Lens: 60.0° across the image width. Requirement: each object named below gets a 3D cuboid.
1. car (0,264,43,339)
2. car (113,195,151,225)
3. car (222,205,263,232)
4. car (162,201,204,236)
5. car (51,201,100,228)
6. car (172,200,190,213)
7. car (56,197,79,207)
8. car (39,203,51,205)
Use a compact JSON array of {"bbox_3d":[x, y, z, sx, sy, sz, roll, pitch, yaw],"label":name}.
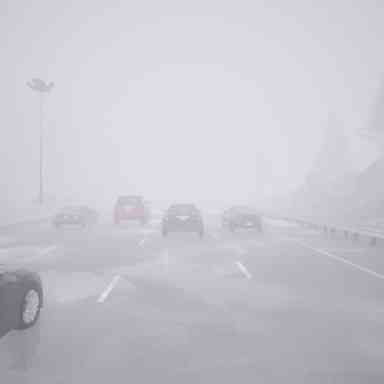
[{"bbox_3d":[-3.540,1.514,4.022,1.837,1.490,4.892,0,0,-1],"label":"car"},{"bbox_3d":[-4.247,1.235,24.185,2.150,2.045,5.566,0,0,-2],"label":"car"},{"bbox_3d":[2.929,1.522,19.848,1.812,1.442,4.674,0,0,-2],"label":"car"},{"bbox_3d":[-0.524,1.356,18.491,2.097,1.767,4.553,0,0,-2],"label":"car"},{"bbox_3d":[-7.680,1.569,22.454,2.033,1.411,5.357,0,0,-2],"label":"car"},{"bbox_3d":[-1.287,1.608,37.325,1.895,1.301,4.718,0,0,-2],"label":"car"},{"bbox_3d":[-19.562,1.558,52.549,1.837,1.490,4.892,0,0,-2],"label":"car"},{"bbox_3d":[-23.051,1.283,52.327,2.150,2.045,5.566,0,0,-2],"label":"car"}]
